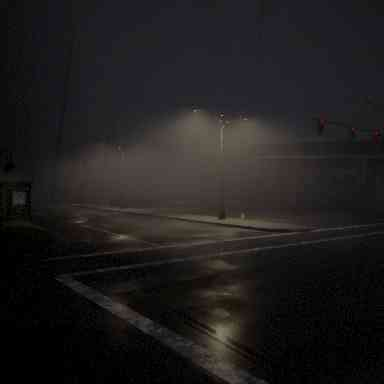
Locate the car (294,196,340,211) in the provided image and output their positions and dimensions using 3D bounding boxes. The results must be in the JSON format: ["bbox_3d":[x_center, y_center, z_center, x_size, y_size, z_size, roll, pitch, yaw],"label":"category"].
[{"bbox_3d":[13.923,1.295,38.125,2.242,1.667,4.611,0,0,-35],"label":"car"}]

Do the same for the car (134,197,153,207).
[{"bbox_3d":[-8.196,1.547,52.752,2.033,1.411,5.357,0,0,-35],"label":"car"}]

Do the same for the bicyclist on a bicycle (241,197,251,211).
[{"bbox_3d":[6.346,1.430,39.768,1.656,1.620,0.582,-6,-7,-37],"label":"bicyclist on a bicycle"}]

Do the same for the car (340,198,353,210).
[{"bbox_3d":[18.189,1.456,42.048,1.970,1.475,3.806,0,0,-35],"label":"car"}]

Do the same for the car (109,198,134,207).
[{"bbox_3d":[-11.061,1.564,50.741,1.994,1.385,4.181,0,0,-35],"label":"car"}]
